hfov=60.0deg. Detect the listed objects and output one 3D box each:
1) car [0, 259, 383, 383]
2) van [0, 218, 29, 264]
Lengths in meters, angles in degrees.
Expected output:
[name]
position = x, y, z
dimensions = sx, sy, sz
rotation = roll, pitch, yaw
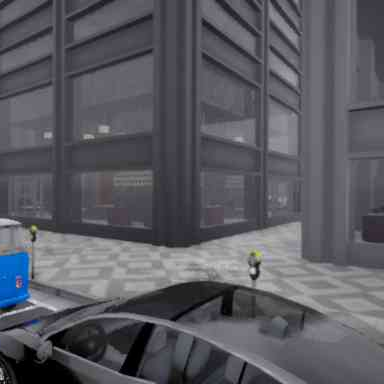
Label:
[car]
position = -0.207, 1.561, 3.107
dimensions = 4.313, 1.339, 1.947
rotation = 0, 0, 35
[van]
position = -4.800, 1.320, 6.381
dimensions = 3.998, 1.788, 1.690
rotation = 0, 0, 35
